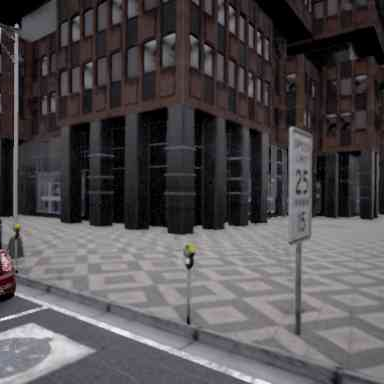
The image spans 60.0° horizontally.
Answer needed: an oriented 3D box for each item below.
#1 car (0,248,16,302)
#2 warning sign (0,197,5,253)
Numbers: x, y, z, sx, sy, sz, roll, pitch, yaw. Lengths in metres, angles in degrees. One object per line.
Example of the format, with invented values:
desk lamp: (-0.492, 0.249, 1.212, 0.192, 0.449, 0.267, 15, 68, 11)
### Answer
car: (-5.508, 1.415, 6.966, 4.097, 1.590, 1.967, 0, 0, 36)
warning sign: (-7.117, 1.082, 10.992, 1.060, 1.860, 1.300, 0, 0, 36)
